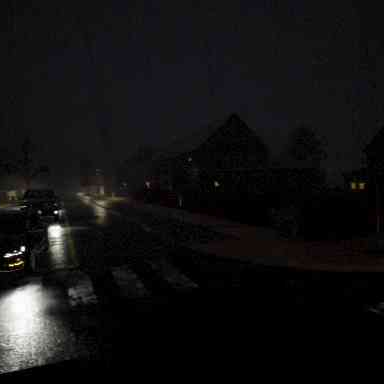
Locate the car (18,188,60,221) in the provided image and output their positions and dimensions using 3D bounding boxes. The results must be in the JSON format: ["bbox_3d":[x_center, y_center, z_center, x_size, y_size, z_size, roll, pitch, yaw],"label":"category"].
[{"bbox_3d":[-10.060,0.782,22.066,2.150,2.045,5.566,-3,2,-23],"label":"car"}]

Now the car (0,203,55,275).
[{"bbox_3d":[-5.421,1.356,9.762,1.837,1.490,4.892,-3,2,-17],"label":"car"}]

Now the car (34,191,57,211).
[{"bbox_3d":[-14.281,0.806,32.646,1.882,1.535,5.008,-3,3,-21],"label":"car"}]
